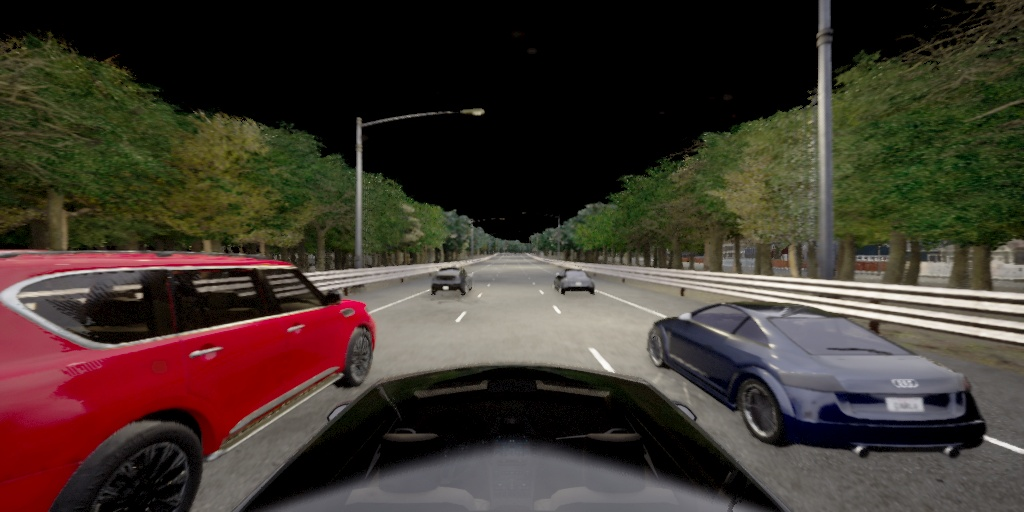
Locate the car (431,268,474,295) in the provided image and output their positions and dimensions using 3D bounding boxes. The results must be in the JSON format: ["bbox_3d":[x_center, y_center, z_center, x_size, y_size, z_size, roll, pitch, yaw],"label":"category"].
[{"bbox_3d":[-3.398,1.404,20.810,1.837,1.490,4.892,0,0,0],"label":"car"}]

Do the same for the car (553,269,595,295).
[{"bbox_3d":[3.602,1.467,21.387,1.994,1.385,4.181,0,0,0],"label":"car"}]

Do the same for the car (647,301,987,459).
[{"bbox_3d":[3.600,1.345,5.292,1.994,1.385,4.181,0,0,0],"label":"car"}]

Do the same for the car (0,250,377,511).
[{"bbox_3d":[-3.399,0.990,3.825,2.150,2.045,5.566,0,0,0],"label":"car"}]
